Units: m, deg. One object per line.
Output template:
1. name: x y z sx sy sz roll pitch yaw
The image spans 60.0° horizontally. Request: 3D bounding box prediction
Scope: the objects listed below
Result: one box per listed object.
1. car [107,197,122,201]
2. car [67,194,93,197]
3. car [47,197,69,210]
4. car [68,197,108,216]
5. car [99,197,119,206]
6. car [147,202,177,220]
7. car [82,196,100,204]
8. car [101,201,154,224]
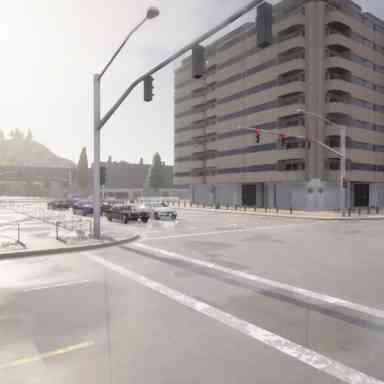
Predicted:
1. car: -8.465 1.560 36.465 1.837 1.490 4.892 0 0 -35
2. car: -16.521 1.273 47.864 2.150 2.045 5.566 0 0 -35
3. car: -17.166 1.656 42.707 1.895 1.301 4.718 0 0 -35
4. car: -10.467 1.533 33.235 1.882 1.535 5.008 0 0 -35
5. car: -14.309 1.581 57.155 1.812 1.442 4.674 0 0 -35
6. car: -3.105 1.581 28.925 1.812 1.442 4.674 0 0 -35
7. car: -19.709 1.533 64.778 1.882 1.535 5.008 0 0 -35
8. car: -5.051 1.656 25.590 1.895 1.301 4.718 0 0 -35
